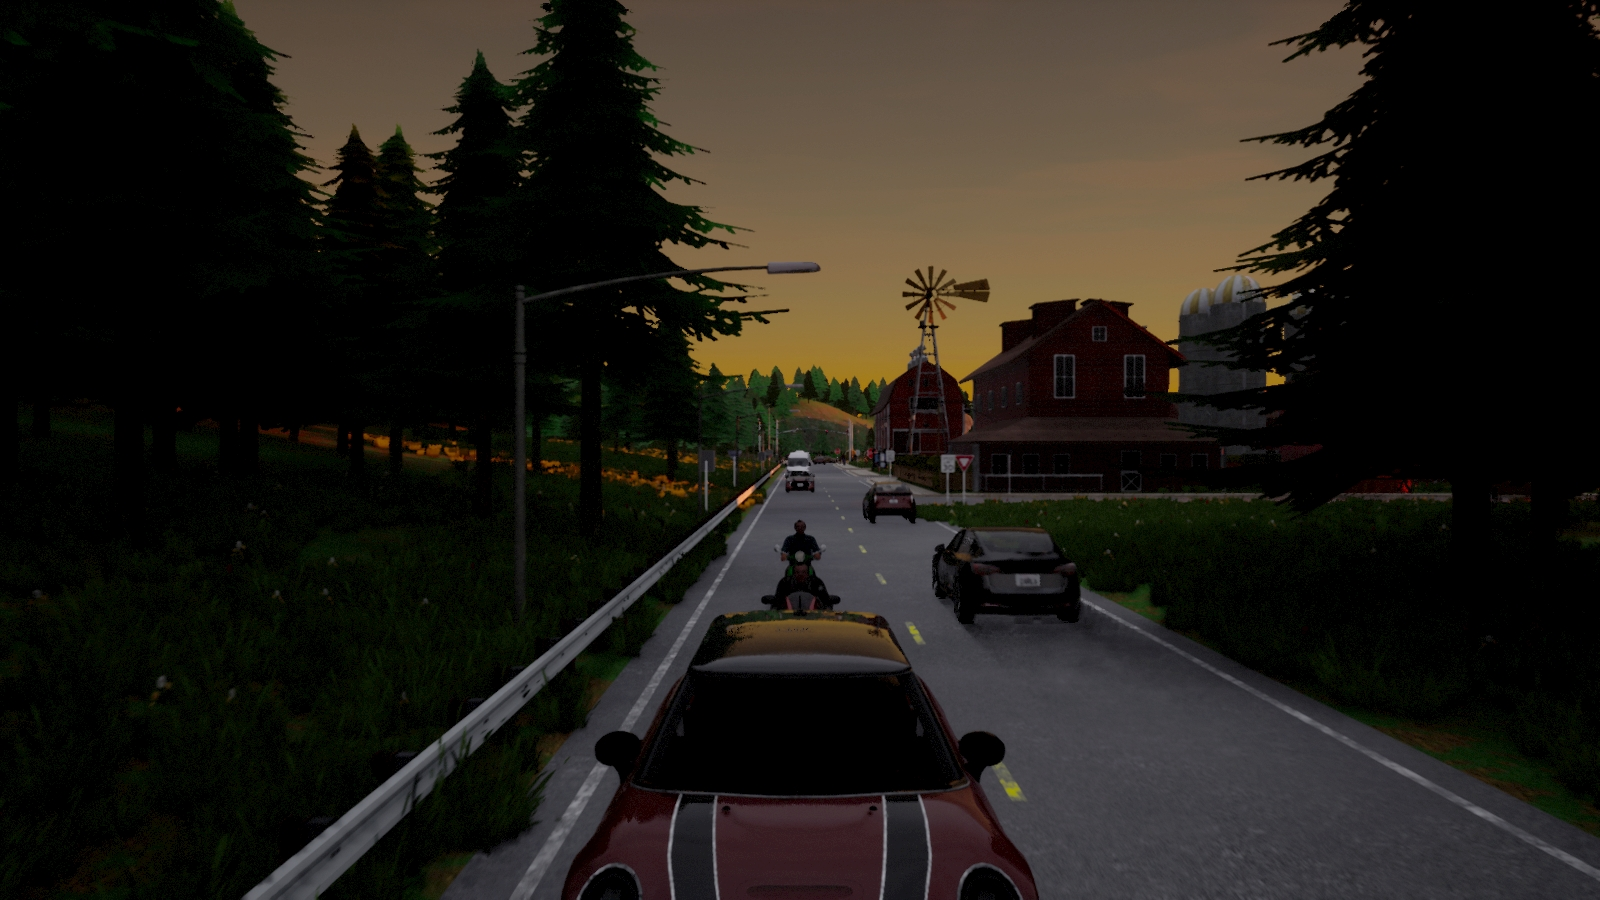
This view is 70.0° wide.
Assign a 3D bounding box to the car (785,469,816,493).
[{"bbox_3d":[0.007,2.013,74.221,1.970,1.475,3.806,0,0,0],"label":"car"}]

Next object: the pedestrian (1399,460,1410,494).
[{"bbox_3d":[33.969,1.511,64.208,0.375,1.860,0.375,0,0,0],"label":"pedestrian"}]

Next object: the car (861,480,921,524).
[{"bbox_3d":[3.501,2.008,44.851,2.007,1.525,4.514,0,0,0],"label":"car"}]

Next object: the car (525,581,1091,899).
[{"bbox_3d":[0.031,1.899,6.516,2.097,1.767,4.553,0,0,0],"label":"car"}]

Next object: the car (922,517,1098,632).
[{"bbox_3d":[3.473,2.048,19.898,2.163,1.488,4.792,0,0,0],"label":"car"}]

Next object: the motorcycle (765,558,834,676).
[{"bbox_3d":[-0.004,2.193,15.372,0.867,1.251,2.209,0,0,0],"label":"motorcycle"}]
